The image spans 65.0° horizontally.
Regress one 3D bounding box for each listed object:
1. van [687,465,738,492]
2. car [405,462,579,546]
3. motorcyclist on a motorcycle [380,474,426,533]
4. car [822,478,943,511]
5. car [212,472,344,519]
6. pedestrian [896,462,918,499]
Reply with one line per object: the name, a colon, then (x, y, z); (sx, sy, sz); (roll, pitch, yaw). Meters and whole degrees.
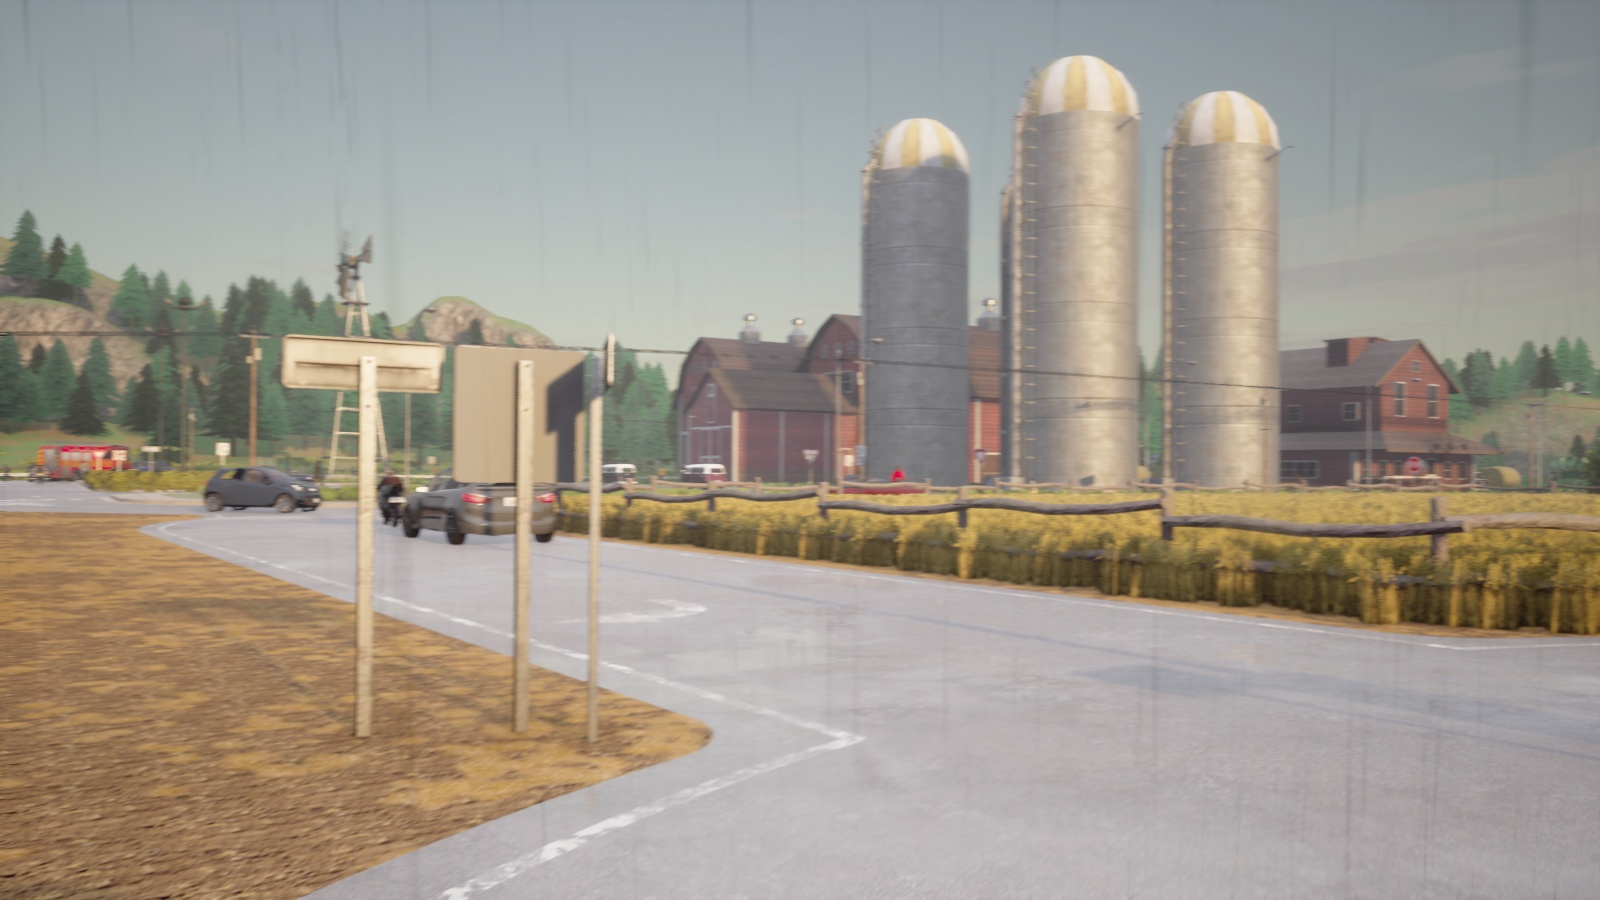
van: (-6.760, 2.168, 96.505); (2.069, 2.038, 4.480); (1, -1, -32)
car: (-6.842, 1.121, 27.499); (2.242, 1.667, 4.611); (1, -1, -34)
motorcyclist on a motorcycle: (-10.721, 1.417, 33.837); (0.866, 1.530, 2.191); (0, -1, -26)
car: (3.393, 1.790, 51.576); (4.718, 1.301, 1.895); (1, -1, -31)
car: (-17.450, 1.510, 42.068); (3.633, 1.501, 1.845); (0, -1, 8)
pedestrian: (5.451, 1.554, 63.889); (0.634, 1.844, 0.899); (1, -1, -42)
